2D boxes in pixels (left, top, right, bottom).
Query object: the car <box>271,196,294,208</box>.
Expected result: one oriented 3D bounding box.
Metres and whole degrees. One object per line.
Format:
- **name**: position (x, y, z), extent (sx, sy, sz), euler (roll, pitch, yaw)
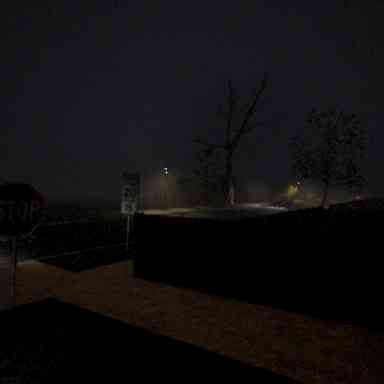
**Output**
- **car**: position (12.873, 1.360, 47.014), extent (2.033, 1.411, 5.357), euler (5, 3, 33)
